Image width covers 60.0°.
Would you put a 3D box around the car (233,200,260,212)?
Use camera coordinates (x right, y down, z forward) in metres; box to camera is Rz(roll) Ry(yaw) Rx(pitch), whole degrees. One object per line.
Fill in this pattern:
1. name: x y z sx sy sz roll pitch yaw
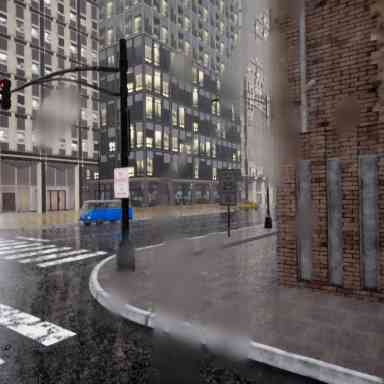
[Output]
1. car: 6.812 1.688 41.400 1.752 1.417 4.829 -2 -1 36

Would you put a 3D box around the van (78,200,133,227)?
1. van: -6.020 1.460 23.488 1.690 1.788 3.998 -2 -1 36
